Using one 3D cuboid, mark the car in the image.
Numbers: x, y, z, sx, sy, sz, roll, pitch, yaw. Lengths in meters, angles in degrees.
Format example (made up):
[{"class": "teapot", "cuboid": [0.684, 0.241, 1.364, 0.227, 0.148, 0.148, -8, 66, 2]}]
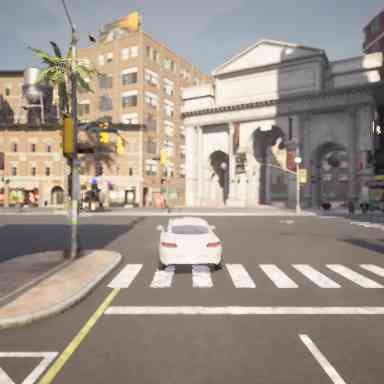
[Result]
[{"class": "car", "cuboid": [-0.175, 1.563, 11.005, 1.812, 1.442, 4.674, 0, 0, -4]}]
